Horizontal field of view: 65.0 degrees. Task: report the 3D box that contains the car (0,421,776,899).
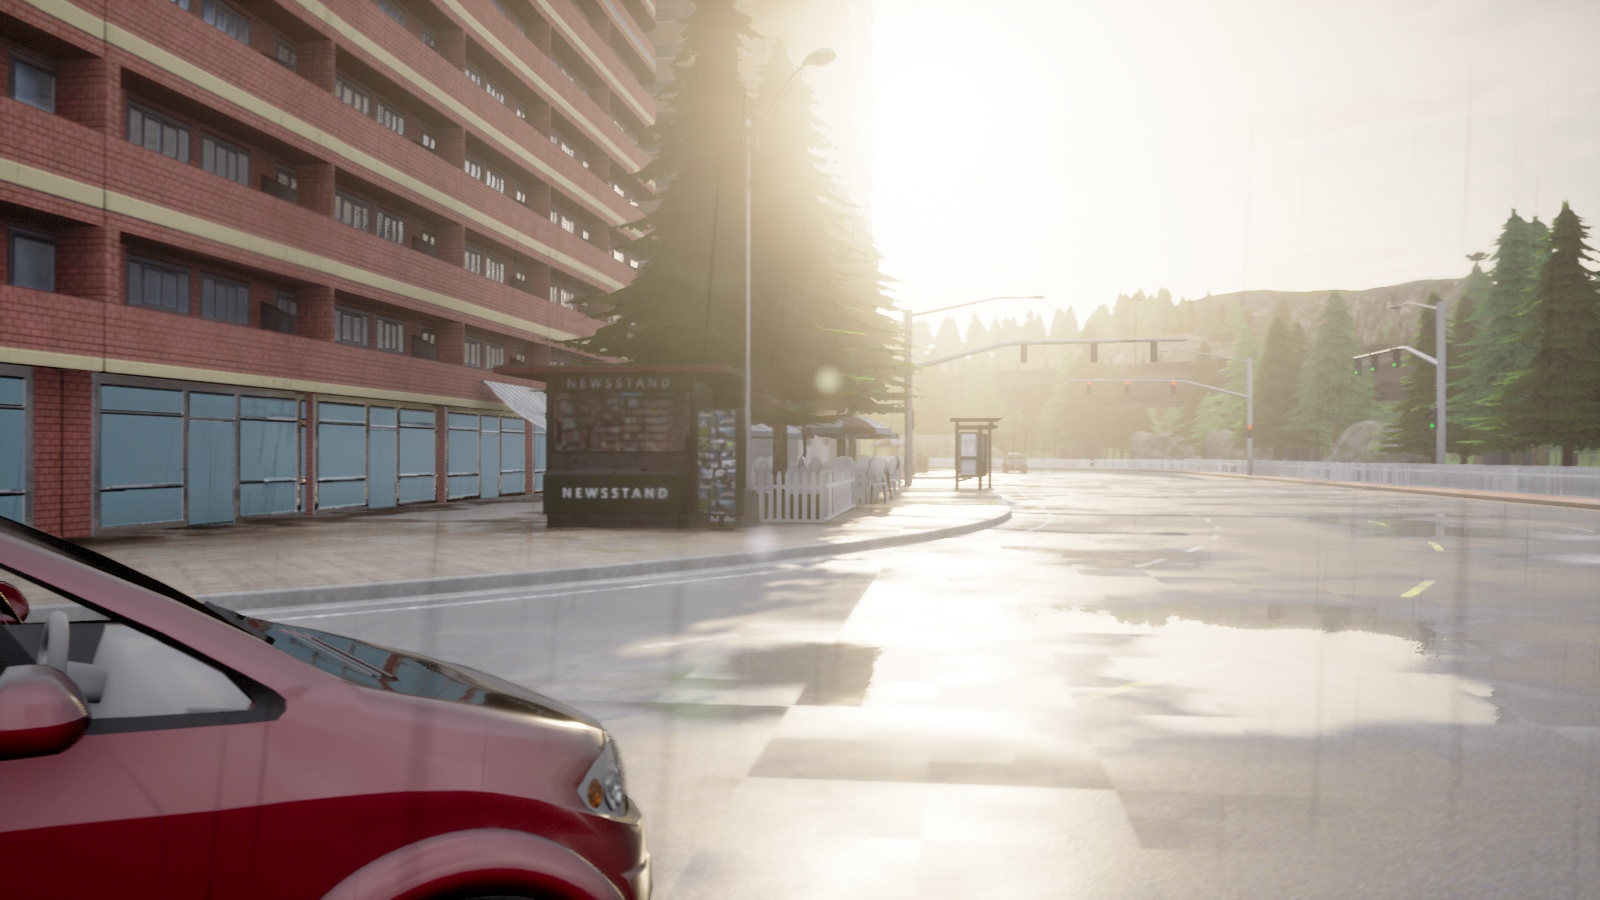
[{"bbox_3d":[-2.083,0.737,2.209,3.705,1.549,1.789,0,0,-35],"label":"car"}]
